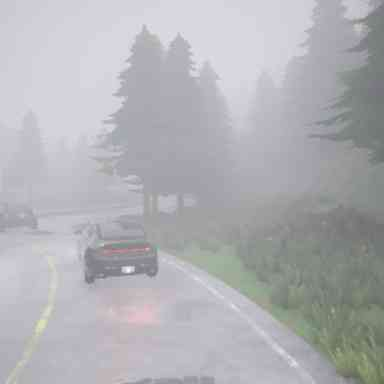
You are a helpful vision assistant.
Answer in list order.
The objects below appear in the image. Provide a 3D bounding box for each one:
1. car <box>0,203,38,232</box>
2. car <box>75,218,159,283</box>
[{"bbox_3d":[-11.860,1.504,21.371,4.553,1.767,2.097,0,0,39],"label":"car"},{"bbox_3d":[-2.374,1.558,10.035,1.837,1.490,4.892,0,0,-21],"label":"car"}]
